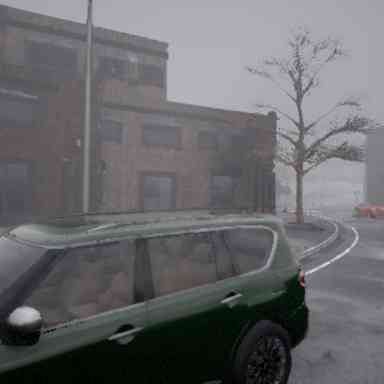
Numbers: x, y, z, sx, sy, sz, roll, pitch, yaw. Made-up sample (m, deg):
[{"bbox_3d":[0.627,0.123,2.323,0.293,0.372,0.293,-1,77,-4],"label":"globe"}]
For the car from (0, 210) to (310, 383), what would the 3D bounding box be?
[{"bbox_3d":[-1.056,1.265,3.361,5.566,2.045,2.150,0,0,-39],"label":"car"}]

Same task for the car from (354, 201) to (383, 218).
[{"bbox_3d":[18.123,1.642,33.420,2.097,1.767,4.553,1,0,4],"label":"car"}]
